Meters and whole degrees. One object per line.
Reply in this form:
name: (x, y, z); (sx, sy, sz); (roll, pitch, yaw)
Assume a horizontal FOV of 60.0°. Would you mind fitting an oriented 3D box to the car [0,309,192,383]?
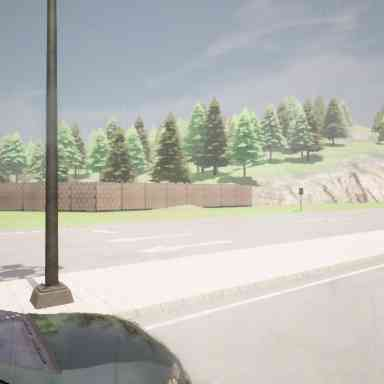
car: (-2.002, 1.564, 2.328); (4.181, 1.385, 1.994); (0, 0, -35)
